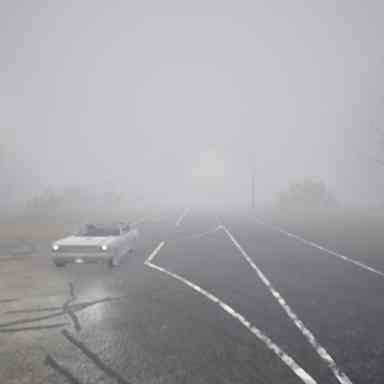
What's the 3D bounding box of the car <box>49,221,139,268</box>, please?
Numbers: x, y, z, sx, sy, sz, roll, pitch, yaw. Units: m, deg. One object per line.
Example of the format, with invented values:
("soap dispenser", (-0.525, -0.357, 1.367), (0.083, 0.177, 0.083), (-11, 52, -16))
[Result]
("car", (-3.237, 1.737, 11.878), (1.895, 1.301, 4.718), (0, -1, 1))
